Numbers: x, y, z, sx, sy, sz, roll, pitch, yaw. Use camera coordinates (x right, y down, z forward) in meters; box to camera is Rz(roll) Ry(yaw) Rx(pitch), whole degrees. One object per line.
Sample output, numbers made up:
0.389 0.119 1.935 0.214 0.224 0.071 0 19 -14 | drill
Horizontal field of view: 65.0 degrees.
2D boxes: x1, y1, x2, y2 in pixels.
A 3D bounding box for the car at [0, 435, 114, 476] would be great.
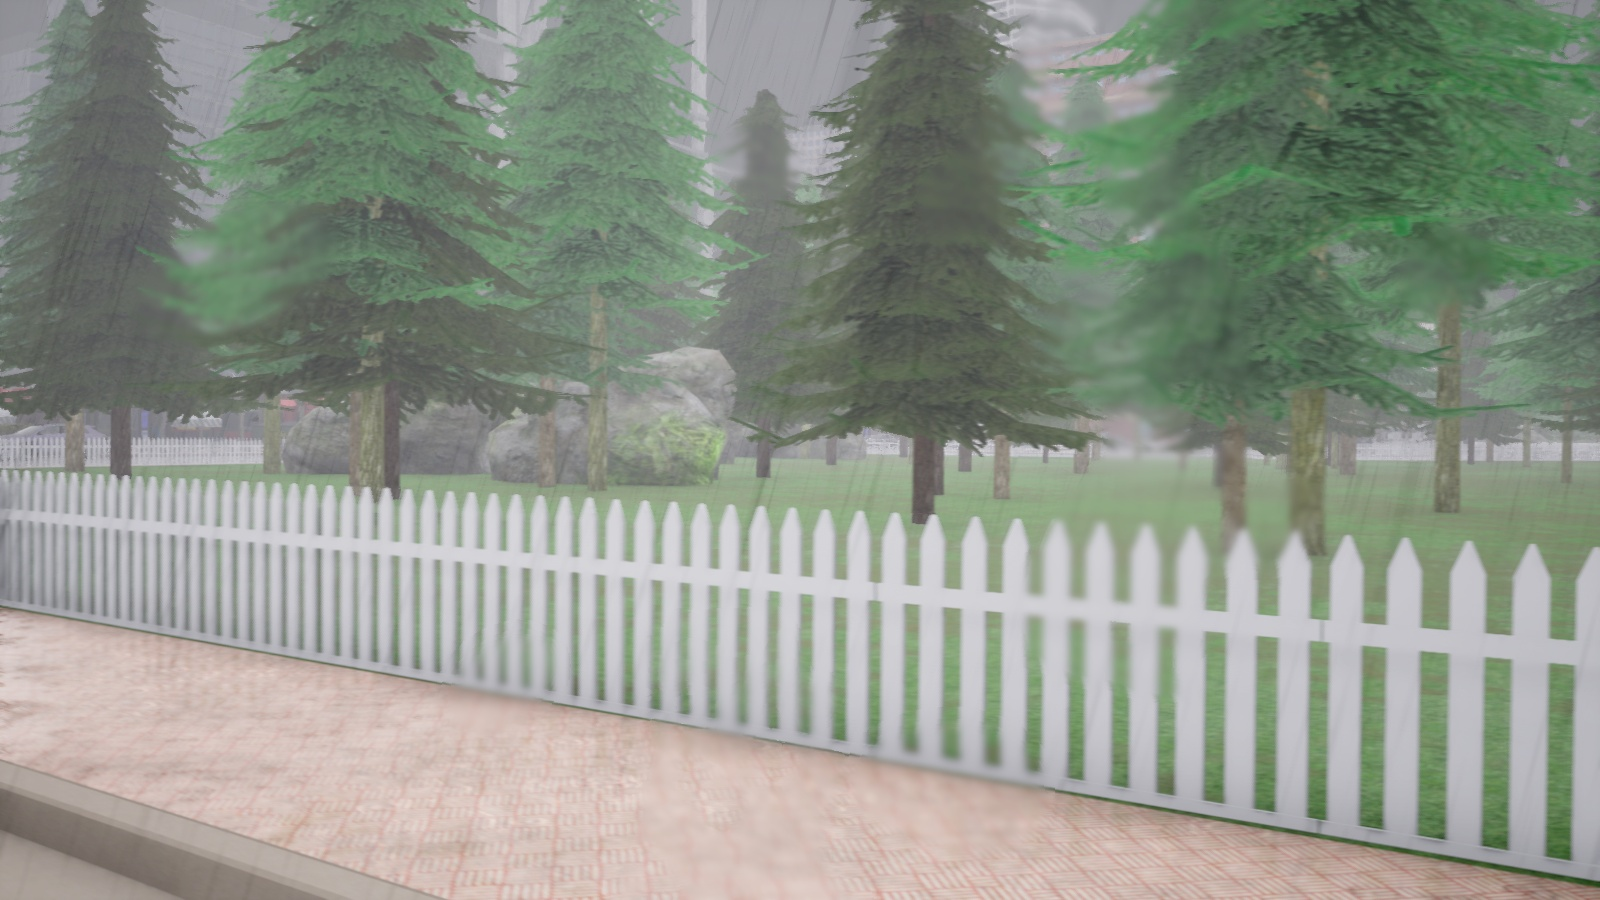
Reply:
-32.951 0.211 54.865 2.033 1.649 4.856 0 1 32 | car
